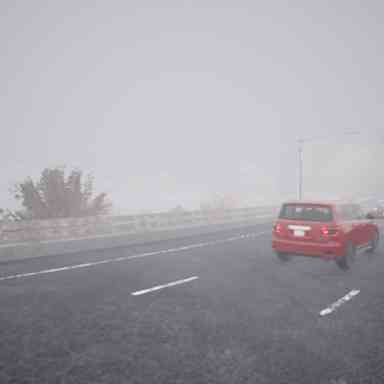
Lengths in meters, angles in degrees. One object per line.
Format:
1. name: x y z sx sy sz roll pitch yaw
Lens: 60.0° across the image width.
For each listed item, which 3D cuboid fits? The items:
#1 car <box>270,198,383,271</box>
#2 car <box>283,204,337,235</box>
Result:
1. car: 4.800 1.279 11.567 2.150 2.045 5.566 0 0 40
2. car: 7.477 1.602 20.682 1.837 1.490 4.892 0 0 36
